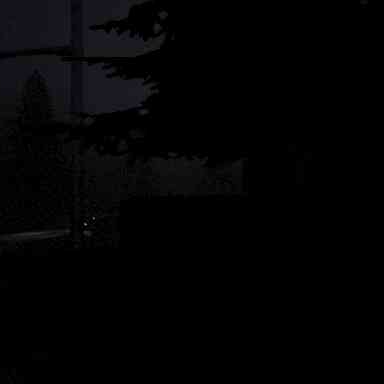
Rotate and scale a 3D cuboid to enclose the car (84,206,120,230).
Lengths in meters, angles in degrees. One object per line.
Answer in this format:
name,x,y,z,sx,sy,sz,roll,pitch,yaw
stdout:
car,-4.994,1.586,21.389,1.895,1.301,4.718,0,0,36
